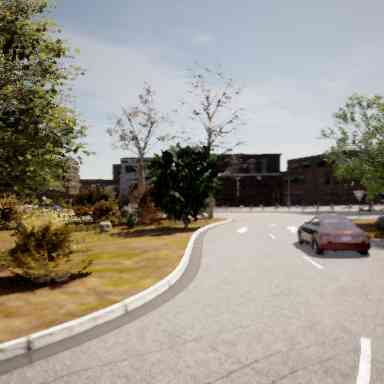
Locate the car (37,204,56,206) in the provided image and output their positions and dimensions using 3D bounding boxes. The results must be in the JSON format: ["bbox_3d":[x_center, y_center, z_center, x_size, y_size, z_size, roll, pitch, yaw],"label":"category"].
[{"bbox_3d":[-19.542,2.717,46.372,5.566,2.045,2.150,-3,-1,5],"label":"car"}]

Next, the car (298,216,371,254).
[{"bbox_3d":[5.846,1.700,14.138,1.994,1.385,4.181,-1,-1,6],"label":"car"}]

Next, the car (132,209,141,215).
[{"bbox_3d":[-7.274,2.391,40.171,2.231,1.521,4.892,-2,-1,5],"label":"car"}]

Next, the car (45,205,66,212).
[{"bbox_3d":[-15.761,2.707,40.732,1.946,1.575,5.366,-2,-1,5],"label":"car"}]
